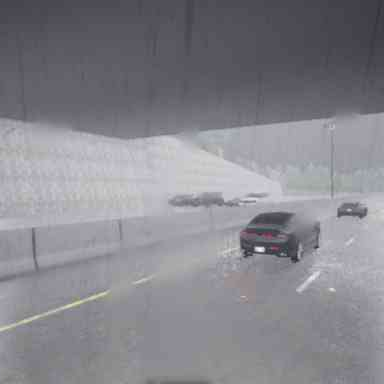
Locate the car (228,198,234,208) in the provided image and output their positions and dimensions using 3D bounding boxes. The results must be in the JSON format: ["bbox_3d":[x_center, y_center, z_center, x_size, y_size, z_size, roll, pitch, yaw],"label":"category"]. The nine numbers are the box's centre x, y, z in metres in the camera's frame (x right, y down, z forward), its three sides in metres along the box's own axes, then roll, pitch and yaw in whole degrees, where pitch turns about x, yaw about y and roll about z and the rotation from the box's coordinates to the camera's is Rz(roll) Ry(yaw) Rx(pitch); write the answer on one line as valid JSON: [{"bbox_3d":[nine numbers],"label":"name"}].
[{"bbox_3d":[6.068,1.327,42.705,2.033,1.411,5.357,0,0,33],"label":"car"}]

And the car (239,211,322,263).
[{"bbox_3d":[3.330,1.444,11.990,1.837,1.490,4.892,0,1,32],"label":"car"}]

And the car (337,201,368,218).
[{"bbox_3d":[13.649,1.420,28.247,1.994,1.385,4.181,0,0,32],"label":"car"}]

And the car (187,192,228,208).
[{"bbox_3d":[2.092,1.001,42.998,2.150,2.045,5.566,0,0,33],"label":"car"}]

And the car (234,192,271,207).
[{"bbox_3d":[7.302,1.027,38.158,2.150,2.045,5.566,0,0,33],"label":"car"}]

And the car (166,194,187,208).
[{"bbox_3d":[-1.417,1.122,44.010,2.097,1.767,4.553,0,0,33],"label":"car"}]
